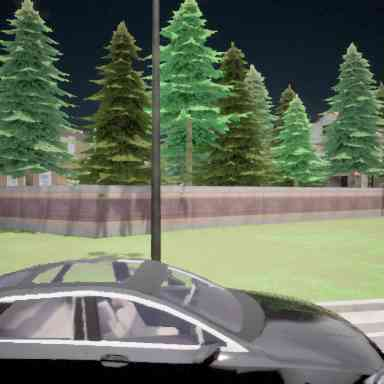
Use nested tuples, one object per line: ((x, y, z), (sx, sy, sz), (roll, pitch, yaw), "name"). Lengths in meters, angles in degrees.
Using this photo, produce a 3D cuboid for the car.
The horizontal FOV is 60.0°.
((-0.618, 1.492, 3.344), (4.902, 1.511, 2.128), (0, 0, 0), "car")
